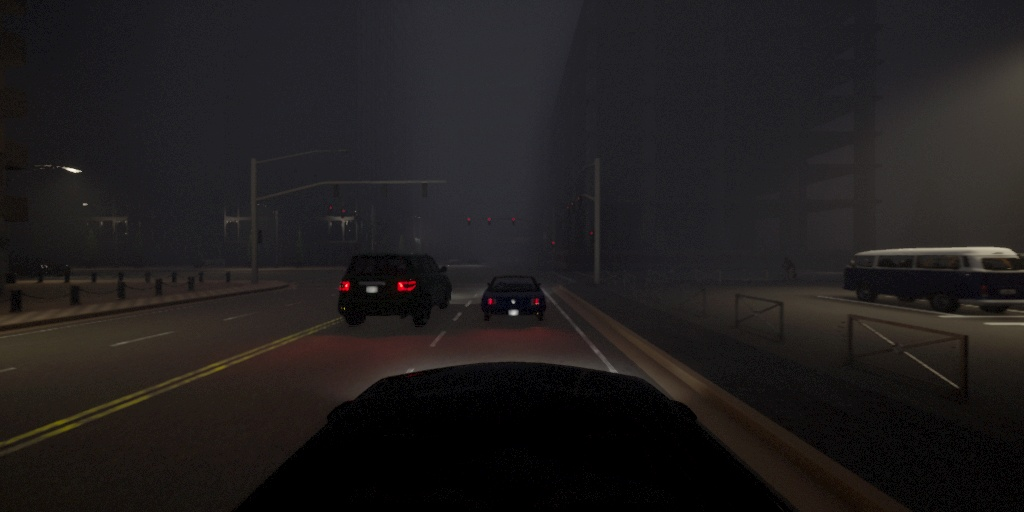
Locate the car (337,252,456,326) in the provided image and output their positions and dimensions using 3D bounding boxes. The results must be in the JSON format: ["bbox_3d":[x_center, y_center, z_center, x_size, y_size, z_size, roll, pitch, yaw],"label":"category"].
[{"bbox_3d":[-3.444,0.914,11.562,2.150,2.045,5.566,0,0,0],"label":"car"}]

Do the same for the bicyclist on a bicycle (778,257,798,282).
[{"bbox_3d":[18.332,0.871,23.845,0.582,1.620,1.656,0,0,0],"label":"bicyclist on a bicycle"}]

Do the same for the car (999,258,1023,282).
[{"bbox_3d":[41.968,1.093,27.766,5.357,1.411,2.033,0,0,0],"label":"car"}]

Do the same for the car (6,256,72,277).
[{"bbox_3d":[-40.939,0.880,30.756,4.553,1.767,2.097,0,0,1],"label":"car"}]

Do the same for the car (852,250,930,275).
[{"bbox_3d":[40.438,0.709,38.367,5.566,2.045,2.150,0,0,0],"label":"car"}]

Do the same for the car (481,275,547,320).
[{"bbox_3d":[0.064,1.290,12.253,1.895,1.301,4.718,0,0,0],"label":"car"}]

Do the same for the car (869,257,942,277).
[{"bbox_3d":[38.186,1.031,34.872,4.674,1.442,1.812,0,0,0],"label":"car"}]

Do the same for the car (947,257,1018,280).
[{"bbox_3d":[41.756,1.031,31.265,4.892,1.490,1.837,0,0,0],"label":"car"}]
